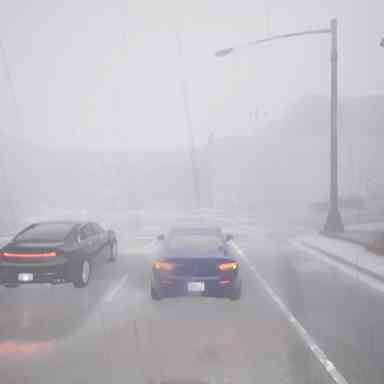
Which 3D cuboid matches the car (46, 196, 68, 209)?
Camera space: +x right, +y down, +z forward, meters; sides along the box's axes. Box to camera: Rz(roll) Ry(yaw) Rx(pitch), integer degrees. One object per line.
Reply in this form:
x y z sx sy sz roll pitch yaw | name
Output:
-18.226 1.323 45.730 2.097 1.767 4.553 0 0 -1 | car

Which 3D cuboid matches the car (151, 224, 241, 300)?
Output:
0.091 1.520 8.230 1.812 1.442 4.674 0 0 0 | car

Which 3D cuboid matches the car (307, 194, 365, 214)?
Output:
12.243 0.932 28.387 4.674 1.442 1.812 -6 0 0 | car

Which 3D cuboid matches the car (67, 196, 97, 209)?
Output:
-14.709 1.572 44.896 1.895 1.301 4.718 0 0 -1 | car

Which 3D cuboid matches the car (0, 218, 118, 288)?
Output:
-3.399 1.499 9.243 1.837 1.490 4.892 0 0 0 | car

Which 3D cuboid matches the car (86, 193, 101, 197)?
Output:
-18.568 1.181 62.901 2.150 2.045 5.566 0 0 -1 | car

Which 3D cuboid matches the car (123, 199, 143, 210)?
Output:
-7.419 1.537 42.003 1.994 1.385 4.181 0 0 -2 | car
